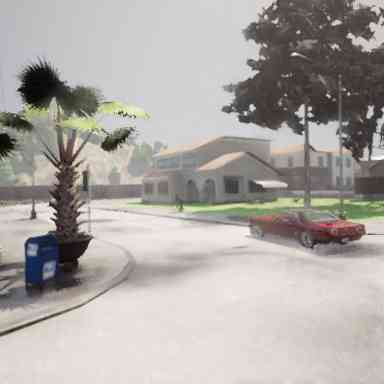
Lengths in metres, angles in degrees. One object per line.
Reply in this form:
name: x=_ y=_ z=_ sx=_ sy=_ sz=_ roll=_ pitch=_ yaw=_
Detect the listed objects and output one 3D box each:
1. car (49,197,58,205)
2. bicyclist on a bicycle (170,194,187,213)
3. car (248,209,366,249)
car: x=-19.234 y=1.356 z=47.490 sx=1.895 sy=1.301 sz=4.718 roll=-2 pitch=1 yaw=-28
bicyclist on a bicycle: x=-1.149 y=0.993 z=28.341 sx=1.656 sy=1.620 sz=0.582 roll=-2 pitch=1 yaw=-35
car: x=4.252 y=1.337 z=13.329 sx=1.895 sy=1.301 sz=4.718 roll=-1 pitch=1 yaw=-26
